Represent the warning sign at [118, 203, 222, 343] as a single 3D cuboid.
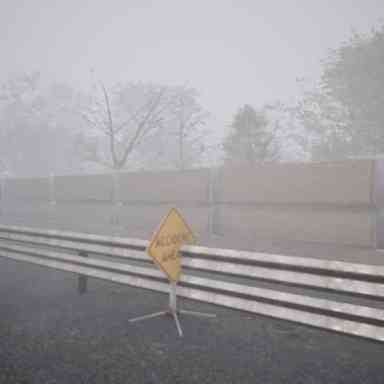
[{"bbox_3d":[-0.319,1.127,5.375,1.060,1.860,1.300,-1,0,35],"label":"warning sign"}]
